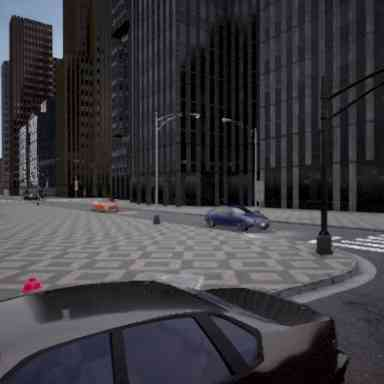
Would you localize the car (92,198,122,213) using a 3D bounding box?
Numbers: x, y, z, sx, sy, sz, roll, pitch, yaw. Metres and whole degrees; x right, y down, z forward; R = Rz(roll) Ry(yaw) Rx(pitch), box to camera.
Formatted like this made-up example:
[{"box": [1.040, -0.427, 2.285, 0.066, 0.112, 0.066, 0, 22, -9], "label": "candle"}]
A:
[{"box": [-9.740, 1.437, 37.862, 2.097, 1.767, 4.553, 0, 0, -35], "label": "car"}]

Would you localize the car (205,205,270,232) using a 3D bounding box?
[{"box": [2.617, 1.548, 20.388, 1.812, 1.442, 4.674, 0, 0, -35], "label": "car"}]

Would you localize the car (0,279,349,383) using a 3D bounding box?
[{"box": [-0.961, 1.548, 2.569, 5.357, 1.411, 2.033, 0, 0, -35], "label": "car"}]
